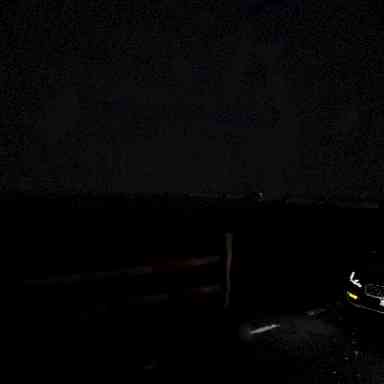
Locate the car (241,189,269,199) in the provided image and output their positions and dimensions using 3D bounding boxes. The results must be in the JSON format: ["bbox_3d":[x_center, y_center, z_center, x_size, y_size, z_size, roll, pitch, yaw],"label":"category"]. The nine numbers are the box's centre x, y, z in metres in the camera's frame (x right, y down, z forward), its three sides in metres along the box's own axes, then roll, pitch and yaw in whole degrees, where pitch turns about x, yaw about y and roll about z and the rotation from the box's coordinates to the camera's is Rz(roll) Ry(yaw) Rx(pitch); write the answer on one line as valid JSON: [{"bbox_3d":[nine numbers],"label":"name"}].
[{"bbox_3d":[11.136,0.282,57.912,2.097,1.767,4.553,-3,3,-35],"label":"car"}]

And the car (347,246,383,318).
[{"bbox_3d":[5.061,1.531,6.679,4.892,1.490,1.837,0,0,-35],"label":"car"}]

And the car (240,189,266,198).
[{"bbox_3d":[11.412,0.206,62.465,1.837,1.490,4.892,-3,4,-35],"label":"car"}]

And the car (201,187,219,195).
[{"bbox_3d":[3.891,-0.269,73.055,2.128,1.511,4.902,-3,3,-35],"label":"car"}]
